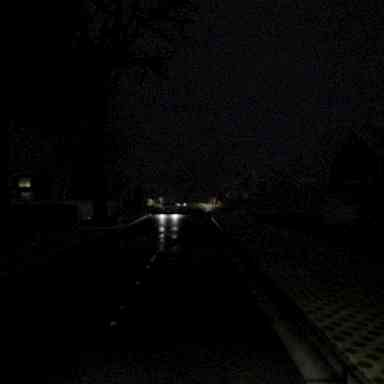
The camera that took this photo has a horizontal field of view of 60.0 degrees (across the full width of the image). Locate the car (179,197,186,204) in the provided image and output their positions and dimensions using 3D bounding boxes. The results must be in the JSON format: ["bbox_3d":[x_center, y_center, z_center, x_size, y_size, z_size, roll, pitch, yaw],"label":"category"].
[{"bbox_3d":[-2.663,2.188,85.659,2.097,1.767,4.553,0,-1,0],"label":"car"}]

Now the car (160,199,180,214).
[{"bbox_3d":[-2.715,1.911,40.352,1.812,1.442,4.674,0,-1,0],"label":"car"}]
